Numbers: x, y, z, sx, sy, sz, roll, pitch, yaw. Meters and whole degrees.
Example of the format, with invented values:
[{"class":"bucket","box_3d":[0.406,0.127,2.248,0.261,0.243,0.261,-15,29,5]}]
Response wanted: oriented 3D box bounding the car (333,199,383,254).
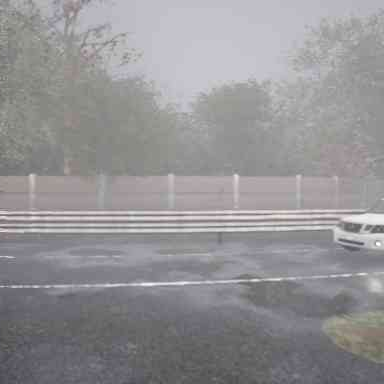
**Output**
[{"class":"car","box_3d":[7.868,1.167,12.001,5.566,2.045,2.150,0,0,-19]}]
